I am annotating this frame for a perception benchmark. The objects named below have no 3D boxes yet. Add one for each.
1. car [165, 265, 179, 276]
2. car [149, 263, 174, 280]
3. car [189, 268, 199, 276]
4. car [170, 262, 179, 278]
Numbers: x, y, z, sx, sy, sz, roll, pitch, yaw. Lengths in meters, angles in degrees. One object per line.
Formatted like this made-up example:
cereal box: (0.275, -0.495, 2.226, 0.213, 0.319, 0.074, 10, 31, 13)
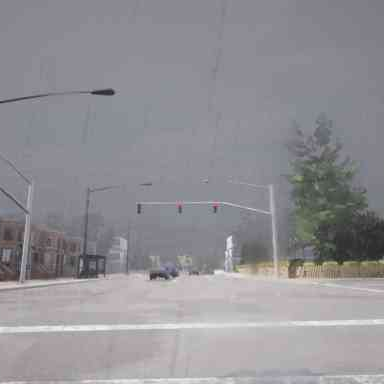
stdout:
car: (-3.305, 13.131, 55.501, 2.097, 1.767, 4.553, -1, -13, 0)
car: (-3.423, 8.774, 36.101, 2.033, 1.411, 5.357, -1, -13, 0)
car: (0.388, 14.644, 61.314, 2.033, 1.411, 5.357, -1, -13, 0)
car: (-3.366, 10.786, 46.091, 2.150, 2.045, 5.566, -1, -13, 0)
